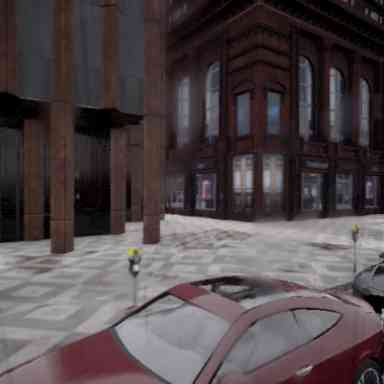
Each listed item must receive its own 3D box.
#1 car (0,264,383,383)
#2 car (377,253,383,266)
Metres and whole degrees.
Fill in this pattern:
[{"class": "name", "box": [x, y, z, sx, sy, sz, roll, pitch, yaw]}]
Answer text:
[{"class": "car", "box": [0.244, 1.560, 3.137, 4.206, 1.307, 1.802, 0, 0, -35]}, {"class": "car", "box": [4.871, 1.544, 6.355, 4.313, 1.339, 1.947, 0, 0, -35]}]
